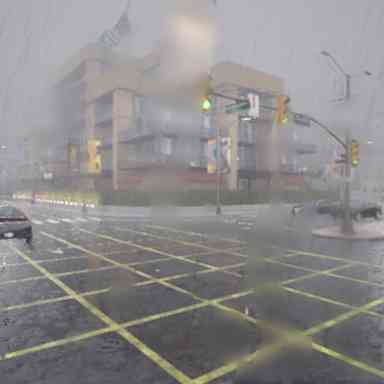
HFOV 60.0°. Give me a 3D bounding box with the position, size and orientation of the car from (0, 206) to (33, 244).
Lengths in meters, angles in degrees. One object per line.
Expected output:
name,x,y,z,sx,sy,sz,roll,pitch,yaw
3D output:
car,-8.254,1.357,14.284,2.128,1.511,4.902,0,1,-38

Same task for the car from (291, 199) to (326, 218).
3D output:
car,10.392,1.340,28.181,4.902,1.511,2.128,0,0,-37

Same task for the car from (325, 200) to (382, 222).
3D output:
car,12.669,1.354,25.520,5.008,1.535,1.882,0,0,-37
